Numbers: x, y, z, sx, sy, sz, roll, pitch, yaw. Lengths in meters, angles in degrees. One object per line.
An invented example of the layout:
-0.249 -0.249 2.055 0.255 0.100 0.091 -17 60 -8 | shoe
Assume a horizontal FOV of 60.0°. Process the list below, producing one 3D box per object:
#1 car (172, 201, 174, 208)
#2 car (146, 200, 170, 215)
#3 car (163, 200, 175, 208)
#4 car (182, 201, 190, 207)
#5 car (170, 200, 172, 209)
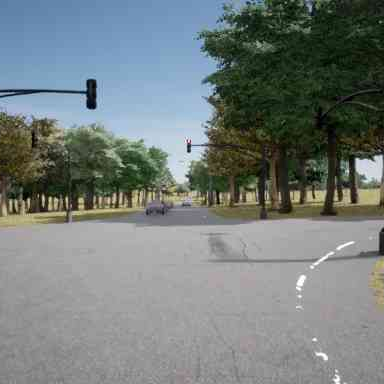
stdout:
-4.554 2.272 58.215 2.033 1.411 5.357 0 -1 -1 | car
-4.172 1.738 39.408 2.097 1.767 4.553 0 -1 0 | car
-4.707 2.455 68.225 2.128 1.511 4.902 0 -2 -1 | car
-1.474 2.898 80.621 1.994 1.385 4.181 0 -2 -1 | car
-4.336 2.143 48.410 1.895 1.301 4.718 0 -1 -1 | car
